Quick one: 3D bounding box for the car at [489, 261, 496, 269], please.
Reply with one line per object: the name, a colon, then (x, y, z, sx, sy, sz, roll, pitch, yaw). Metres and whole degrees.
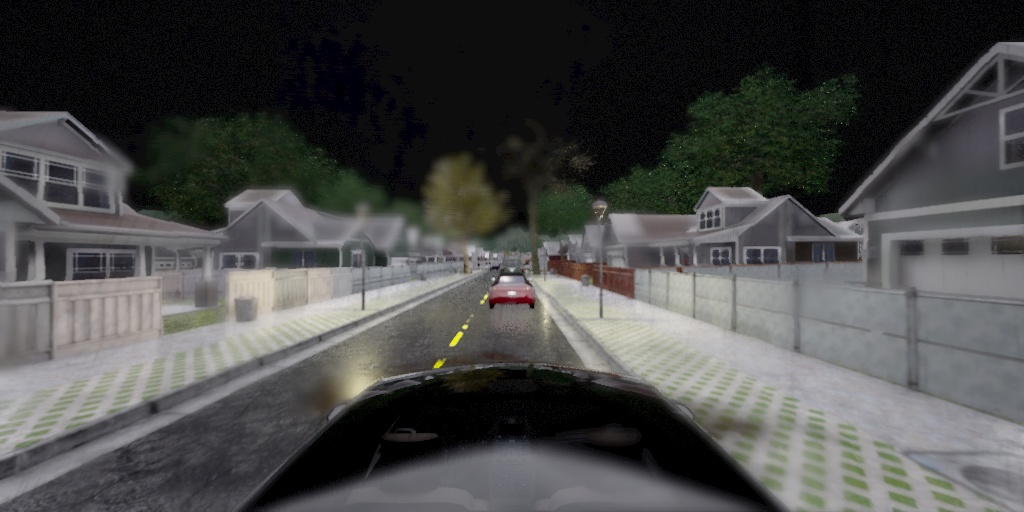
car: (-2.775, 1.689, 62.518, 2.097, 1.767, 4.553, 0, 0, 0)

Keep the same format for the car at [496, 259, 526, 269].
car: (-0.010, 1.250, 30.873, 2.150, 2.045, 5.566, 0, 0, 0)

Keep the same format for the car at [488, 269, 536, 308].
car: (-0.001, 1.452, 16.130, 1.994, 1.385, 4.181, 0, 0, 0)
